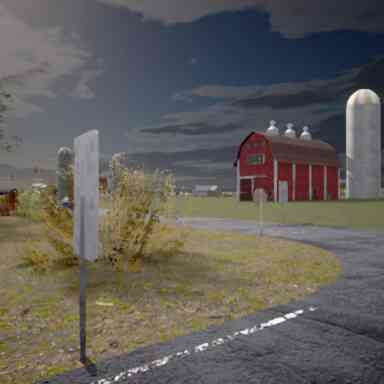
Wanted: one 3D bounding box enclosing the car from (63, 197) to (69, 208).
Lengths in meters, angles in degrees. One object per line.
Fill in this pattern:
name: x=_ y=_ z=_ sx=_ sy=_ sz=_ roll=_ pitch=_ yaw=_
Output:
car: x=-17.965 y=1.641 z=50.437 sx=2.150 sy=2.045 sz=5.566 roll=0 pitch=-1 yaw=-35
